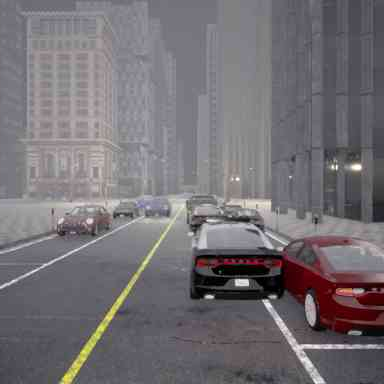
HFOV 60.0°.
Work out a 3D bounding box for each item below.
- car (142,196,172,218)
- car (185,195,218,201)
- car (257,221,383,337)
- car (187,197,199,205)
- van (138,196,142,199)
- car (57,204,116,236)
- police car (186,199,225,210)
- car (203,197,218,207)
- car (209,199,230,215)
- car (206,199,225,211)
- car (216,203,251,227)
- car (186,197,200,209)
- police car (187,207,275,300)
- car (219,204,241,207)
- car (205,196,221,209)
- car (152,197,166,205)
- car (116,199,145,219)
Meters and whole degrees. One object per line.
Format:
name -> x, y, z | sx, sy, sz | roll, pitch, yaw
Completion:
car -> -2.940, 1.342, 29.995 | 2.097, 1.767, 4.553 | 0, 0, 0
car -> 0.725, 1.217, 24.486 | 2.150, 2.045, 5.566 | 0, 0, 0
car -> 2.773, 1.544, 6.717 | 1.887, 1.381, 4.507 | 0, 0, 0
car -> 0.116, 1.529, 58.096 | 1.994, 1.385, 4.181 | 0, 0, 0
van -> -5.685, 1.323, 40.577 | 1.690, 1.788, 3.998 | 0, 0, 0
car -> -5.730, 1.437, 18.013 | 1.967, 1.590, 4.097 | 0, 0, 0
police car -> 0.809, 1.422, 18.538 | 1.930, 1.638, 5.238 | 0, 0, -2
car -> 2.864, 1.522, 51.843 | 2.008, 1.369, 4.403 | 0, 0, 0
car -> 2.830, 1.512, 35.090 | 1.752, 1.417, 4.829 | 0, 0, 0
car -> 2.841, 1.533, 40.561 | 2.008, 1.369, 4.403 | 0, 0, 0
car -> 2.807, 1.560, 23.638 | 1.947, 1.339, 4.313 | 0, 0, 0
car -> 0.122, 1.482, 45.535 | 1.837, 1.490, 4.892 | 0, 0, 1
police car -> 0.904, 1.426, 8.566 | 1.930, 1.638, 5.238 | 0, 0, 0
car -> 2.796, 1.547, 17.998 | 2.008, 1.369, 4.403 | 0, 0, 0
car -> 2.852, 1.417, 46.202 | 1.967, 1.590, 4.097 | 0, 0, 0
car -> -5.650, 1.516, 57.500 | 2.008, 1.369, 4.403 | 0, 0, 0
car -> -5.707, 1.557, 29.295 | 1.947, 1.339, 4.313 | 0, 0, 0
